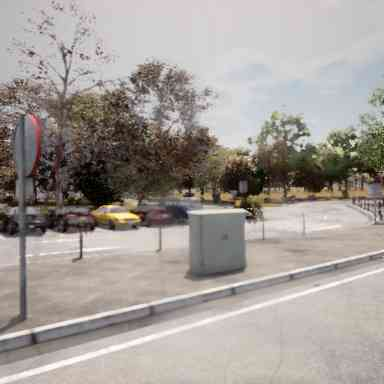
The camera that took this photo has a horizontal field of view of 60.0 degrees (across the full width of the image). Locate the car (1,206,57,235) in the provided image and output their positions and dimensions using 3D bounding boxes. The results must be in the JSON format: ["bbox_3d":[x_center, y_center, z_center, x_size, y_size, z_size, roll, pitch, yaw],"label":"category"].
[{"bbox_3d":[-9.928,1.571,19.640,2.231,1.521,4.892,0,0,-36],"label":"car"}]

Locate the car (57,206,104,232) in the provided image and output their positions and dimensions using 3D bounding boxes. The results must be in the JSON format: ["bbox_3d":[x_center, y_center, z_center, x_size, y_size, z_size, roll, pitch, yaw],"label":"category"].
[{"bbox_3d":[-7.692,1.616,21.284,2.163,1.488,4.792,0,0,-36],"label":"car"}]

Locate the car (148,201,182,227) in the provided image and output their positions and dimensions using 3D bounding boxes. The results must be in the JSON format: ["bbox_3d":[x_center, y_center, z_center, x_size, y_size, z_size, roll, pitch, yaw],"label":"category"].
[{"bbox_3d":[-3.178,1.650,24.516,2.163,1.488,4.792,0,0,-36],"label":"car"}]

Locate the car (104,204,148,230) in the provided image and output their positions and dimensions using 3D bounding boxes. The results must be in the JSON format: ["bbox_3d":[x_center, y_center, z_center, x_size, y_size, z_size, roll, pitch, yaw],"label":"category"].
[{"bbox_3d":[-5.311,1.600,22.724,1.946,1.575,5.366,0,0,-36],"label":"car"}]

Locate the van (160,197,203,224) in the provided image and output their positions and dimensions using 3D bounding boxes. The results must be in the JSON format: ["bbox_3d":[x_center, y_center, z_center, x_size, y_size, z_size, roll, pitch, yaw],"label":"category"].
[{"bbox_3d":[-0.836,1.411,26.012,1.878,1.987,4.442,0,0,-36],"label":"van"}]
